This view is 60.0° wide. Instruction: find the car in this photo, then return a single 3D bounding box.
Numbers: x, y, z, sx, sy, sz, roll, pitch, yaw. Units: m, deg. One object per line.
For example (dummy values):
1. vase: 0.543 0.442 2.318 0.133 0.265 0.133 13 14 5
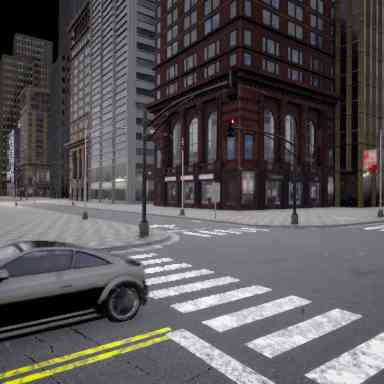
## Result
1. car: -2.844 1.564 5.650 4.181 1.385 1.994 0 0 -36
